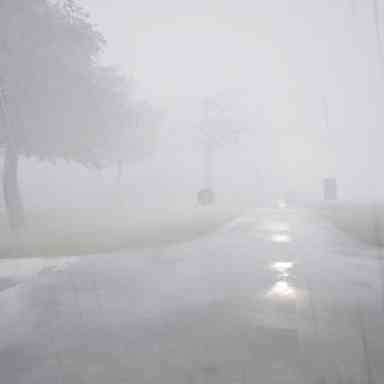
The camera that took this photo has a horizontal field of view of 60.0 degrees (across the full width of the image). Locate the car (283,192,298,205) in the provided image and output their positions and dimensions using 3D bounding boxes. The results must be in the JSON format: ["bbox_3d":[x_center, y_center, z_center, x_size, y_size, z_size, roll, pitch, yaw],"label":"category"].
[{"bbox_3d":[14.870,1.158,49.780,2.033,1.411,5.357,-1,0,15],"label":"car"}]
